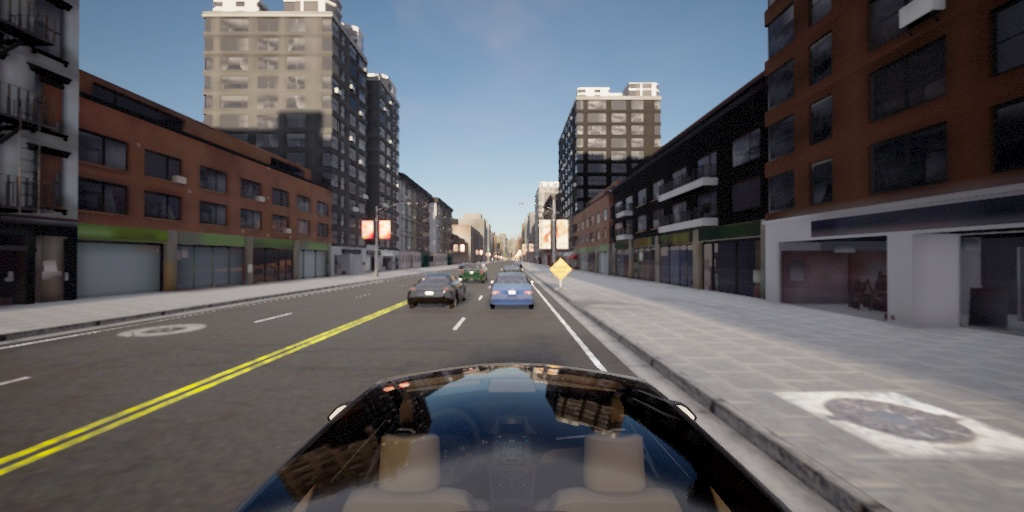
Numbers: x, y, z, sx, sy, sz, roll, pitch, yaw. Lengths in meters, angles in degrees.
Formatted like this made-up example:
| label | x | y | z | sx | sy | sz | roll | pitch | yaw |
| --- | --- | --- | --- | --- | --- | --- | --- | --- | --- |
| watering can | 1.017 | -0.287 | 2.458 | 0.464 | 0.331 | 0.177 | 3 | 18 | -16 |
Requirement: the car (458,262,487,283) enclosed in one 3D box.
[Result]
| label | x | y | z | sx | sy | sz | roll | pitch | yaw |
| --- | --- | --- | --- | --- | --- | --- | --- | --- | --- |
| car | -3.251 | 1.390 | 30.930 | 2.097 | 1.767 | 4.553 | 0 | -1 | 0 |

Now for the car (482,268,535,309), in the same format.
| label | x | y | z | sx | sy | sz | roll | pitch | yaw |
| --- | --- | --- | --- | --- | --- | --- | --- | --- | --- |
| car | 0.000 | 1.434 | 15.846 | 2.033 | 1.411 | 5.357 | 0 | -1 | 0 |

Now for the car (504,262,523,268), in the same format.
| label | x | y | z | sx | sy | sz | roll | pitch | yaw |
| --- | --- | --- | --- | --- | --- | --- | --- | --- | --- |
| car | 0.004 | 1.522 | 31.334 | 1.882 | 1.535 | 5.008 | 0 | 0 | 0 |

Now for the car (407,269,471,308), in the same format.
| label | x | y | z | sx | sy | sz | roll | pitch | yaw |
| --- | --- | --- | --- | --- | --- | --- | --- | --- | --- |
| car | -3.250 | 1.454 | 16.161 | 1.994 | 1.385 | 4.181 | 0 | -1 | 0 |

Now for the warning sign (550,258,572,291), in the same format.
| label | x | y | z | sx | sy | sz | roll | pitch | yaw |
| --- | --- | --- | --- | --- | --- | --- | --- | --- | --- |
| warning sign | 2.848 | 1.052 | 20.912 | 1.300 | 1.860 | 1.060 | 0 | 0 | 0 |
